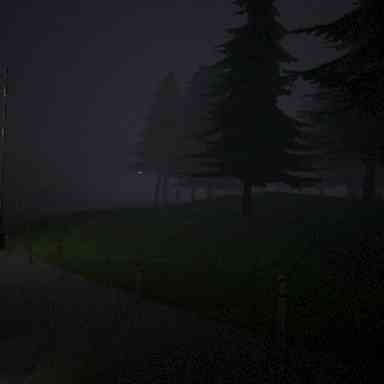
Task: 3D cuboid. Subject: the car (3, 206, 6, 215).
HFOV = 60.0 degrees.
[{"bbox_3d":[-21.552,1.608,35.312,2.097,1.767,4.553,4,-2,-10],"label":"car"}]
